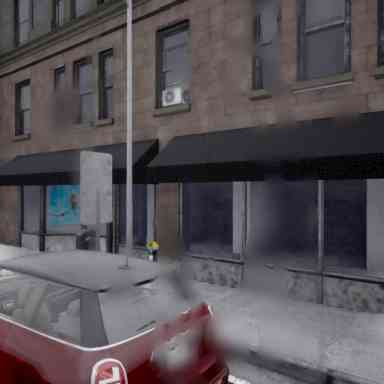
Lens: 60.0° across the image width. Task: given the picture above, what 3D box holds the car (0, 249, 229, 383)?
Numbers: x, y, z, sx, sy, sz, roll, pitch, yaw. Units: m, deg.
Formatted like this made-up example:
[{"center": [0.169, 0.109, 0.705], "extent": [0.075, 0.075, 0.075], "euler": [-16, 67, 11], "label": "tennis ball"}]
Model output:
[{"center": [-1.699, 1.440, 4.025], "extent": [4.097, 1.590, 1.967], "euler": [0, 0, 36], "label": "car"}]
